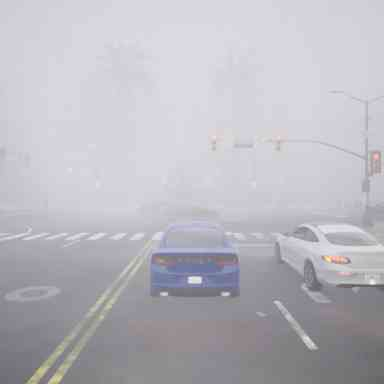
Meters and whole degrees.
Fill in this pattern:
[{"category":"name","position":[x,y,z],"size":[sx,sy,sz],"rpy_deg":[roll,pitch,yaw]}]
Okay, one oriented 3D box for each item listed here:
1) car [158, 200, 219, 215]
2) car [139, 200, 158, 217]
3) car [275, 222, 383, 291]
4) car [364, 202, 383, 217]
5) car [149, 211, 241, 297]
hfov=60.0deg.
[{"category":"car","position":[-0.135,1.525,26.907],"size":[4.674,1.442,1.812],"rpy_deg":[0,0,0]},{"category":"car","position":[-2.401,1.505,30.421],"size":[4.892,1.490,1.837],"rpy_deg":[0,0,0]},{"category":"car","position":[3.566,1.526,8.878],"size":[1.812,1.442,4.674],"rpy_deg":[0,0,0]},{"category":"car","position":[18.550,1.601,30.394],"size":[4.718,1.301,1.895],"rpy_deg":[0,0,0]},{"category":"car","position":[0.065,1.478,8.628],"size":[1.882,1.535,5.008],"rpy_deg":[0,0,0]}]
